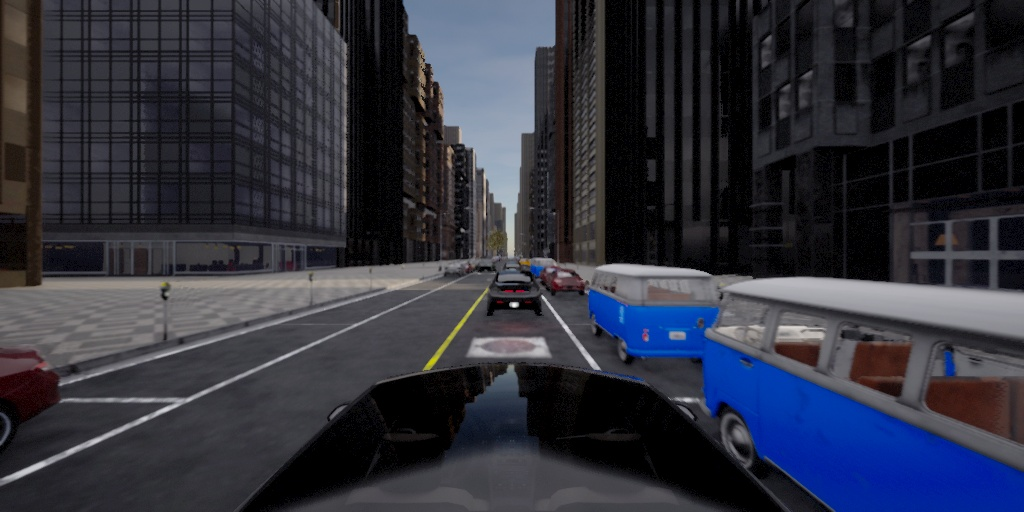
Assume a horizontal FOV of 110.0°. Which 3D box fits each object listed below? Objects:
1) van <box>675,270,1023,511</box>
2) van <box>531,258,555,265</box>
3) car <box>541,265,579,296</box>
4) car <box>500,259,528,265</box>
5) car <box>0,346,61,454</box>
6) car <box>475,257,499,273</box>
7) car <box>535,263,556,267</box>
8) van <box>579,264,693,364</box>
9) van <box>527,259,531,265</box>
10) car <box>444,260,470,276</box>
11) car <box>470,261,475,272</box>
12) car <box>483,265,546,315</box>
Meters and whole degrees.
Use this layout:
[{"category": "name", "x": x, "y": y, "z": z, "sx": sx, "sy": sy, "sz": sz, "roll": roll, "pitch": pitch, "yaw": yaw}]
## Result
[{"category": "van", "x": 2.762, "y": 1.091, "z": 2.156, "sx": 1.690, "sy": 1.789, "sz": 3.998, "roll": 0, "pitch": 0, "yaw": 0}, {"category": "van", "x": 2.761, "y": 1.100, "z": 30.543, "sx": 1.690, "sy": 1.789, "sz": 3.998, "roll": 0, "pitch": 0, "yaw": 0}, {"category": "car", "x": 2.761, "y": 1.336, "z": 19.188, "sx": 1.802, "sy": 1.307, "sz": 4.207, "roll": 0, "pitch": 0, "yaw": 0}, {"category": "car", "x": 0.085, "y": 1.264, "z": 29.744, "sx": 1.837, "sy": 1.490, "sz": 4.892, "roll": 0, "pitch": 0, "yaw": 0}, {"category": "car", "x": -5.763, "y": 1.332, "z": 2.154, "sx": 1.802, "sy": 1.307, "sz": 4.207, "roll": 0, "pitch": 0, "yaw": 0}, {"category": "car", "x": -3.090, "y": 1.117, "z": 44.232, "sx": 2.097, "sy": 1.767, "sz": 4.553, "roll": 0, "pitch": 0, "yaw": 0}, {"category": "car", "x": 2.761, "y": 1.339, "z": 24.866, "sx": 1.802, "sy": 1.307, "sz": 4.207, "roll": 0, "pitch": 0, "yaw": 0}, {"category": "van", "x": 2.762, "y": 1.091, "z": 7.833, "sx": 1.690, "sy": 1.789, "sz": 3.998, "roll": 0, "pitch": 0, "yaw": 0}, {"category": "van", "x": 2.760, "y": 1.103, "z": 36.221, "sx": 1.690, "sy": 1.789, "sz": 3.998, "roll": 0, "pitch": 0, "yaw": 0}, {"category": "car", "x": -5.765, "y": 1.312, "z": 36.218, "sx": 2.007, "sy": 1.370, "sz": 4.403, "roll": 0, "pitch": 0, "yaw": 0}, {"category": "car", "x": -5.765, "y": 1.205, "z": 41.895, "sx": 1.967, "sy": 1.591, "sz": 4.097, "roll": 0, "pitch": 0, "yaw": 0}, {"category": "car", "x": 0.082, "y": 1.258, "z": 13.616, "sx": 1.837, "sy": 1.490, "sz": 4.892, "roll": 0, "pitch": 0, "yaw": 0}]
